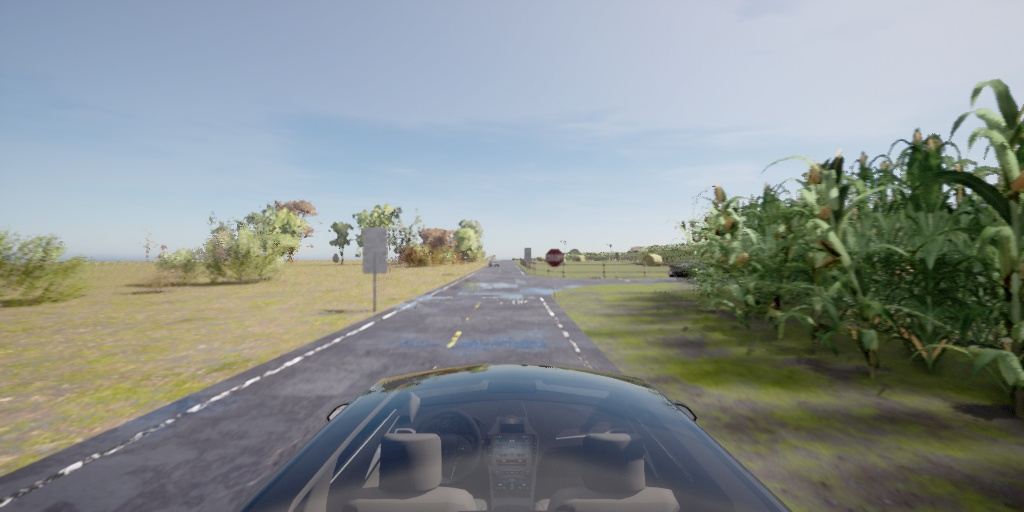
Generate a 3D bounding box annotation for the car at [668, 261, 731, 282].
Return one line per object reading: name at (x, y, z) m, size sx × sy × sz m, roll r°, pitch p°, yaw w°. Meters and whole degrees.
car at (13.953, 1.044, 25.974) m, size 5.008 × 1.535 × 1.882 m, roll -1°, pitch -1°, yaw -1°

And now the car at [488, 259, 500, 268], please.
car at (-3.167, 1.238, 62.995) m, size 2.128 × 1.511 × 4.902 m, roll 0°, pitch 0°, yaw 0°
